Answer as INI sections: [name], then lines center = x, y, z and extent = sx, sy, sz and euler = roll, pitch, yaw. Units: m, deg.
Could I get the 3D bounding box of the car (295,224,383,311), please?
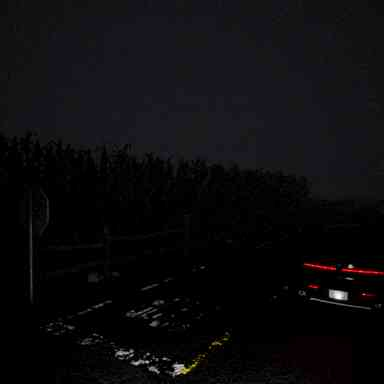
[car]
center = 3.804, 1.498, 7.676
extent = 1.837, 1.490, 4.892
euler = 0, 0, 33
